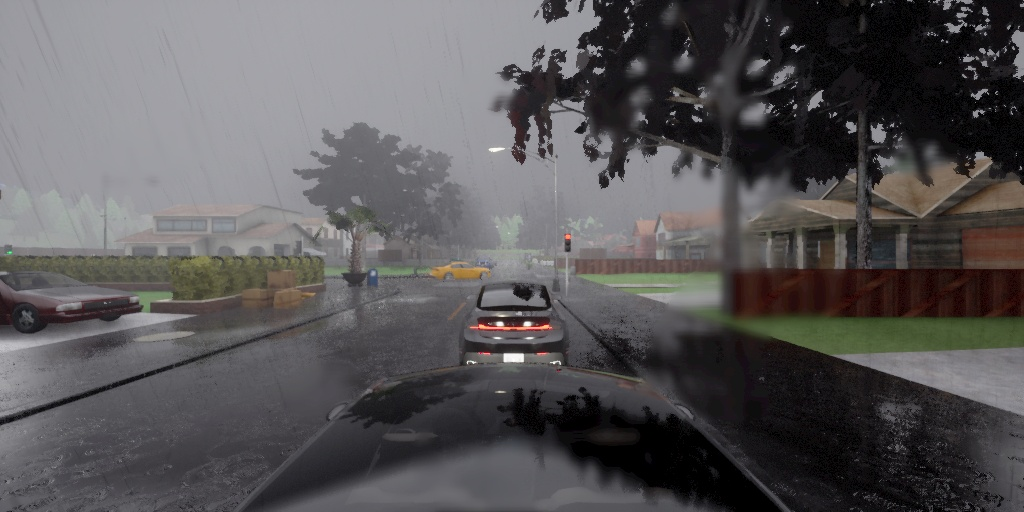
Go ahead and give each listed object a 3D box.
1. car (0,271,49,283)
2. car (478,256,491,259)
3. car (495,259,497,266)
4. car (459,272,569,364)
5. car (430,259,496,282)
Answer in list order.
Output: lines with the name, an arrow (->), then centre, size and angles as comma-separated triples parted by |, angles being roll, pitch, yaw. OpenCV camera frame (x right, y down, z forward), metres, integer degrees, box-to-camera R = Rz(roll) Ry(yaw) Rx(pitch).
car -> -43.858, 1.241, 30.852 | 4.902, 1.511, 2.128 | 0, 0, 0
car -> -4.072, 0.971, 52.269 | 2.150, 2.045, 5.566 | 0, 0, 0
car -> -4.039, 1.241, 62.319 | 2.128, 1.511, 4.902 | 0, 0, 0
car -> 0.046, 1.255, 7.667 | 1.837, 1.490, 4.892 | 0, 0, 1
car -> -4.152, 1.228, 29.127 | 5.008, 1.535, 1.882 | 0, 1, -32
